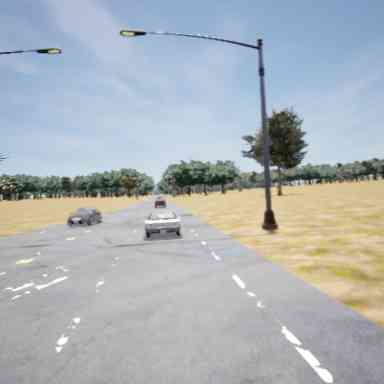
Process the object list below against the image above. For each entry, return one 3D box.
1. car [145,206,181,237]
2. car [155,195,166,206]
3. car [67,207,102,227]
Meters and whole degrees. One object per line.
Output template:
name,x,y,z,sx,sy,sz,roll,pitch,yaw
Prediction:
car,-1.710,1.750,19.327,1.895,1.301,4.718,-3,0,-6
car,-5.514,1.843,58.060,1.882,1.535,5.008,-3,0,-6
car,-9.021,2.051,28.224,2.128,1.511,4.902,-3,0,-1
